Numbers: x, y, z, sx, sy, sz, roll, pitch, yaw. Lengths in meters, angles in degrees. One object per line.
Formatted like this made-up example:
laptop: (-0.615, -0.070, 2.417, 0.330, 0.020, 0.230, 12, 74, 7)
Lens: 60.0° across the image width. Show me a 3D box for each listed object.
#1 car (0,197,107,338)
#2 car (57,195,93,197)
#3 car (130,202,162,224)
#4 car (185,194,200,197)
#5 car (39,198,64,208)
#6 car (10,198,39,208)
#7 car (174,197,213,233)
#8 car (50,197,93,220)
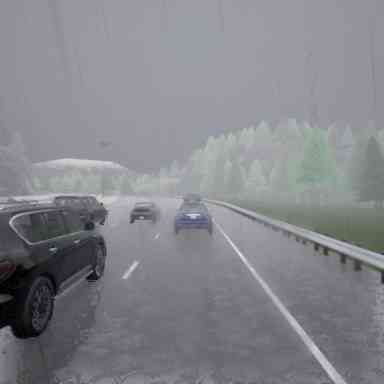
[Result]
car: (-3.407, 1.223, 6.750, 2.150, 2.045, 5.566, 0, 0, 0)
car: (-6.926, 1.226, 20.698, 2.150, 2.045, 5.566, 0, 0, 0)
car: (-3.431, 1.509, 25.126, 1.837, 1.490, 4.892, 0, 0, 0)
car: (0.048, 1.226, 40.098, 2.150, 2.045, 5.566, 0, 0, 0)
car: (-21.197, 1.577, 50.373, 1.994, 1.385, 4.181, 0, 0, 0)
car: (-24.674, 1.615, 49.110, 1.895, 1.301, 4.718, 0, 0, 0)
car: (0.075, 1.354, 19.749, 2.097, 1.767, 4.553, 0, 0, 0)
car: (-10.437, 1.359, 29.241, 2.097, 1.767, 4.553, 0, 0, 0)
